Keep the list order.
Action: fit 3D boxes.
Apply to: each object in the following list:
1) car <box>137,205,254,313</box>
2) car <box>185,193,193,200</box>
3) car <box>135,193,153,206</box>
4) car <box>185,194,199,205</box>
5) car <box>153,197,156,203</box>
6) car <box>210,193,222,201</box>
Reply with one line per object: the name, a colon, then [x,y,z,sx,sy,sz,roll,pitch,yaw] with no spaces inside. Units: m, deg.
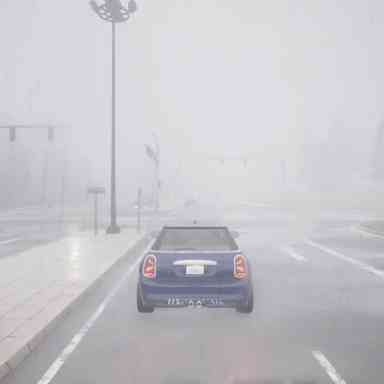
car: [0.069,1.352,7.821,2.097,1.767,4.553,0,0,0]
car: [-0.839,1.189,95.500,2.150,2.045,5.566,0,0,-1]
car: [-8.285,1.352,55.997,2.097,1.767,4.553,0,0,-1]
car: [-0.176,1.526,54.640,1.812,1.442,4.674,0,0,-1]
car: [-8.386,1.547,65.611,2.033,1.411,5.357,0,0,0]
car: [6.333,1.215,84.933,2.150,2.045,5.566,0,0,-1]
